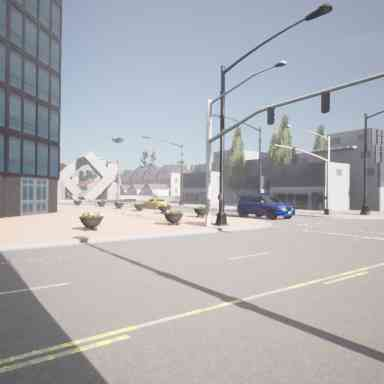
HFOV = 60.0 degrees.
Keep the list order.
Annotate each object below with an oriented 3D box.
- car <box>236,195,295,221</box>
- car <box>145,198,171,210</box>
[{"bbox_3d":[6.291,1.307,29.017,2.150,2.045,5.566,1,0,-35],"label":"car"},{"bbox_3d":[-4.598,1.568,44.713,1.882,1.535,5.008,1,-1,-35],"label":"car"}]
